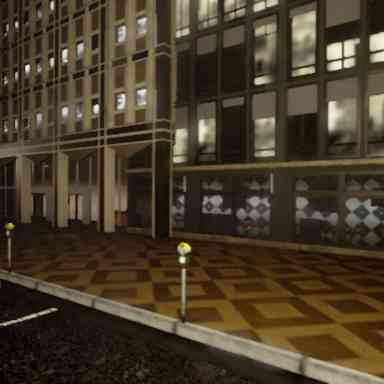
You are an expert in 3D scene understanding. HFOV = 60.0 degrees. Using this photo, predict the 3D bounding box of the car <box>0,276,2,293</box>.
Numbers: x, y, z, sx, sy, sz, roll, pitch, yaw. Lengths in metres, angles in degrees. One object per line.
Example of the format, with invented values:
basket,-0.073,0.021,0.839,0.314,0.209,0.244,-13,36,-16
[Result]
car,-5.858,1.493,7.044,4.829,1.417,1.752,0,0,35
